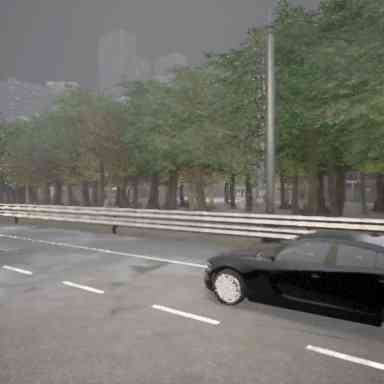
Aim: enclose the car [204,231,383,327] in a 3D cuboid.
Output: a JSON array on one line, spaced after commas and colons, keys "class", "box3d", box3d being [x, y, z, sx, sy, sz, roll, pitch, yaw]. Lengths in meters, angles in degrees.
[{"class": "car", "box3d": [2.550, 1.495, 6.349, 5.008, 1.535, 1.882, 0, 0, 35]}]
